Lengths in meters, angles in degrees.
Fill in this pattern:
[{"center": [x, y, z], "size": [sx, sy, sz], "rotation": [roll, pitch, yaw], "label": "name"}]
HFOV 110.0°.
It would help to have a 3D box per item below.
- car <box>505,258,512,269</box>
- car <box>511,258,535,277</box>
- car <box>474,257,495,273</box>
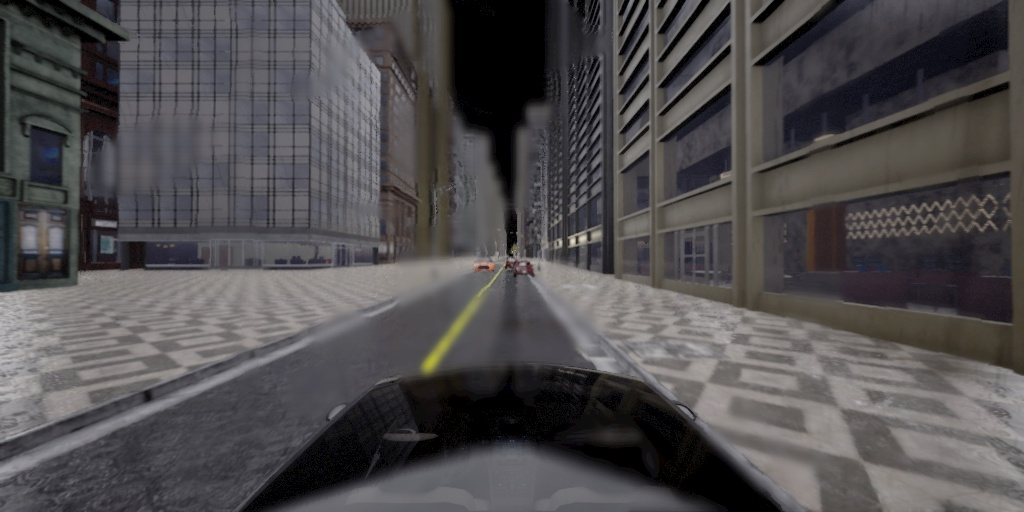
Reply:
[{"center": [0.033, 1.033, 51.121], "size": [1.882, 1.535, 5.008], "rotation": [0, 1, 0], "label": "car"}, {"center": [1.062, 1.151, 32.821], "size": [1.812, 1.442, 4.674], "rotation": [0, 0, 0], "label": "car"}, {"center": [-3.064, 0.945, 40.958], "size": [2.097, 1.767, 4.553], "rotation": [0, 0, 0], "label": "car"}]
